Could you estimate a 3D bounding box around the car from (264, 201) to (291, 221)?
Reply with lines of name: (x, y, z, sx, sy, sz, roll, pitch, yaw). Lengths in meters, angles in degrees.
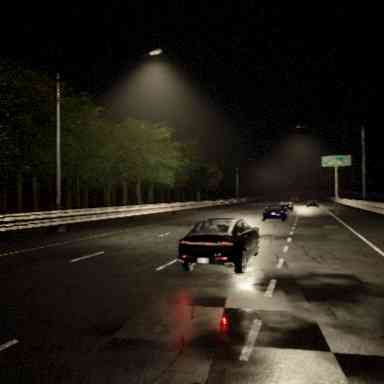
car: (7.452, 1.810, 29.666, 1.994, 1.385, 4.181, -1, -1, 19)

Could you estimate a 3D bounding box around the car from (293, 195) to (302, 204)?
car: (24.873, 2.045, 80.450, 1.812, 1.442, 4.674, -1, 0, 19)

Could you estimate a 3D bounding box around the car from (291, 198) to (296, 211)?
car: (13.158, 1.958, 46.420, 1.895, 1.301, 4.718, -1, -1, 19)

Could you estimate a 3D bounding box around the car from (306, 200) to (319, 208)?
car: (19.501, 1.957, 53.862, 1.895, 1.301, 4.718, -1, -1, 19)

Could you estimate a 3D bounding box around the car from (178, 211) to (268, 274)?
car: (1.082, 1.606, 11.064, 2.128, 1.511, 4.902, -1, -1, 19)
